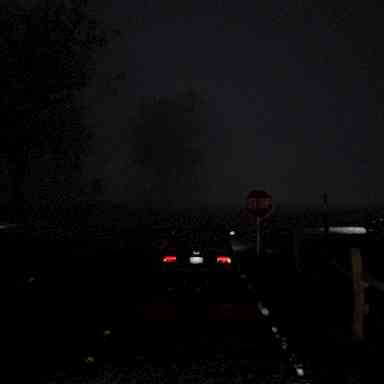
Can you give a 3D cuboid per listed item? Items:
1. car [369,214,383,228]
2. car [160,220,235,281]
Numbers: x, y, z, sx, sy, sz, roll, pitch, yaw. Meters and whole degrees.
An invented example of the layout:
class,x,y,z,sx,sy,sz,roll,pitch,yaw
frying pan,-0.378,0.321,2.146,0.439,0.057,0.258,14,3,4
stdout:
class,x,y,z,sx,sy,sz,roll,pitch,yaw
car,13.788,1.799,21.633,4.181,1.385,1.994,1,0,2
car,0.294,1.553,9.881,2.033,1.411,5.357,0,0,5
